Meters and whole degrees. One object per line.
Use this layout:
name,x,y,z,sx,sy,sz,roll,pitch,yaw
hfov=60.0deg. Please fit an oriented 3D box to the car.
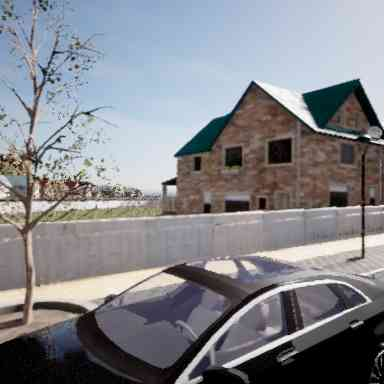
car,0.255,1.492,3.250,4.902,1.511,2.128,0,0,-35
